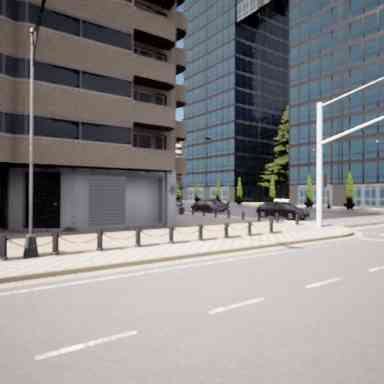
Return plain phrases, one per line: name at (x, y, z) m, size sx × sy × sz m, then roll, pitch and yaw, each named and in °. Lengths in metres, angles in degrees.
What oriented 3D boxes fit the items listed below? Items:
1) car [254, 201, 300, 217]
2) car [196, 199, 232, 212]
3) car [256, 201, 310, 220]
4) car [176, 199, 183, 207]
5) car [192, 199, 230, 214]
car at (8.594, 1.675, 33.949) m, size 1.994 × 1.385 × 4.181 m, roll 0°, pitch 0°, yaw -36°
car at (2.733, 1.617, 42.216) m, size 1.837 × 1.490 × 4.892 m, roll 0°, pitch 0°, yaw -35°
car at (7.872, 1.595, 28.958) m, size 1.837 × 1.490 × 4.892 m, roll 0°, pitch 0°, yaw -37°
car at (-3.163, 1.605, 50.641) m, size 2.128 × 1.511 × 4.902 m, roll 0°, pitch 0°, yaw -35°
car at (1.804, 1.616, 37.450) m, size 1.812 × 1.442 × 4.674 m, roll 0°, pitch 0°, yaw -35°
